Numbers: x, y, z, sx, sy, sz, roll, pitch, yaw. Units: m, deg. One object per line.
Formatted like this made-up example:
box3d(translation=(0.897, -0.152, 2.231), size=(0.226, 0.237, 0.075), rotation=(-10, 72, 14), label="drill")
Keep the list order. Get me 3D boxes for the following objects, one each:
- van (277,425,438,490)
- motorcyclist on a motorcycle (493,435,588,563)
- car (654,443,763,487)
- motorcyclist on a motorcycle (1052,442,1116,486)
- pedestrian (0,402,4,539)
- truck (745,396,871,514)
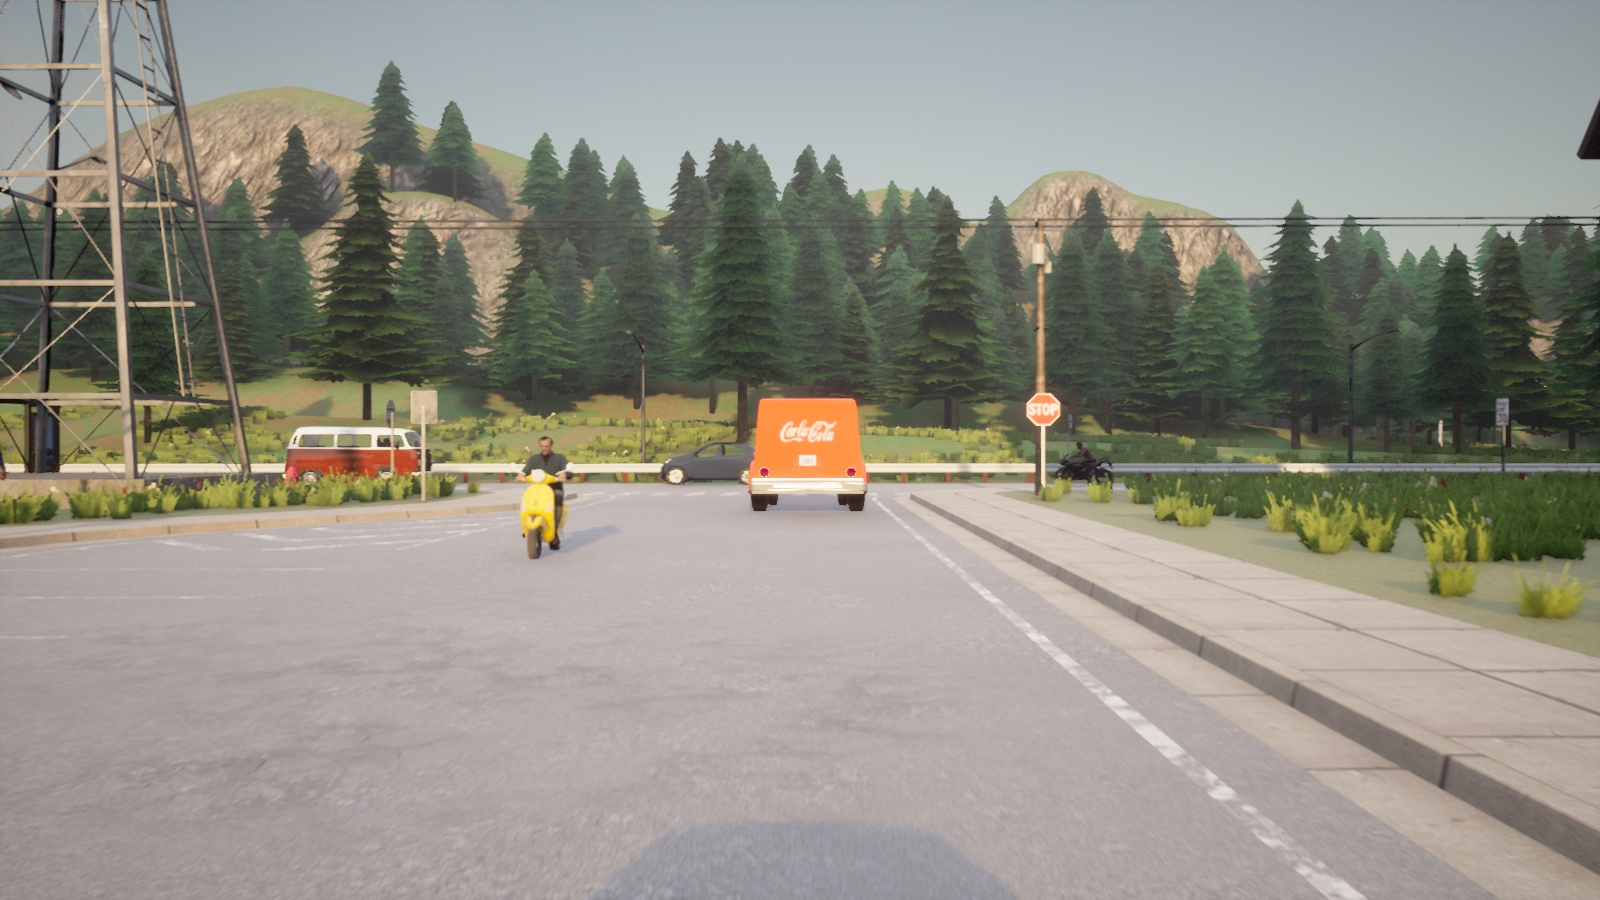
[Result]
box3d(translation=(-14.289, 0.229, 40.702), size=(4.480, 2.038, 2.069), rotation=(0, 0, 1), label="van")
box3d(translation=(-3.391, 0.604, 16.564), size=(0.866, 1.590, 1.817), rotation=(0, 0, 0), label="motorcyclist on a motorcycle")
box3d(translation=(-3.163, 0.510, 43.945), size=(3.633, 1.501, 1.845), rotation=(0, 0, 1), label="car")
box3d(translation=(9.853, 0.491, 43.640), size=(2.044, 1.523, 0.797), rotation=(0, 0, 1), label="motorcyclist on a motorcycle")
box3d(translation=(-11.607, 0.293, 17.658), size=(0.423, 1.949, 0.788), rotation=(0, 0, -9), label="pedestrian")
box3d(translation=(0.181, 0.096, 28.832), size=(2.627, 2.467, 5.204), rotation=(0, 0, 0), label="truck")
